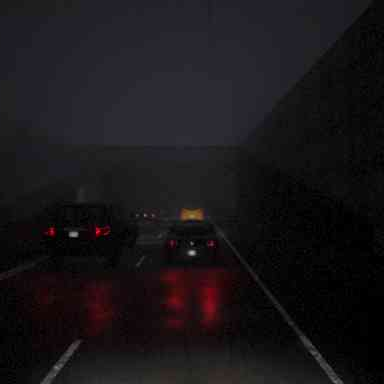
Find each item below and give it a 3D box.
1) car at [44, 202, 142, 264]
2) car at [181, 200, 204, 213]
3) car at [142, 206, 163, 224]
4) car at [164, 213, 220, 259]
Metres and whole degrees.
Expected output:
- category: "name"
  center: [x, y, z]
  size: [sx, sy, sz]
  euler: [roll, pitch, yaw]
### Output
- category: "car"
  center: [-3.490, 1.363, 12.530]
  size: [2.150, 2.045, 5.566]
  euler: [0, 0, 0]
- category: "car"
  center: [0.026, 1.798, 29.205]
  size: [1.882, 1.535, 5.008]
  euler: [0, 0, 0]
- category: "car"
  center: [-3.493, 1.849, 27.474]
  size: [2.033, 1.411, 5.357]
  euler: [0, -1, 0]
- category: "car"
  center: [0.019, 1.747, 13.211]
  size: [1.895, 1.301, 4.718]
  euler: [0, -1, 1]
